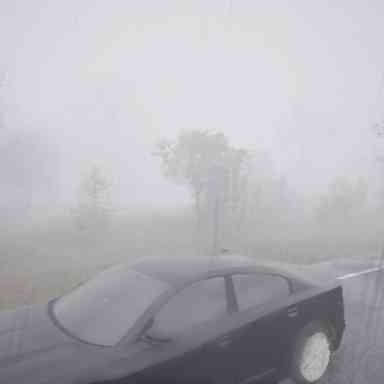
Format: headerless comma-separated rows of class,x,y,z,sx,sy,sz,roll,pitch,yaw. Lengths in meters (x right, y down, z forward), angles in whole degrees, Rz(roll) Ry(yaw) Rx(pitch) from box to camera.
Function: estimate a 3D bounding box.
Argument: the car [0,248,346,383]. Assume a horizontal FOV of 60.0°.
car,-0.265,1.486,3.799,5.008,1.535,1.882,0,0,-35
